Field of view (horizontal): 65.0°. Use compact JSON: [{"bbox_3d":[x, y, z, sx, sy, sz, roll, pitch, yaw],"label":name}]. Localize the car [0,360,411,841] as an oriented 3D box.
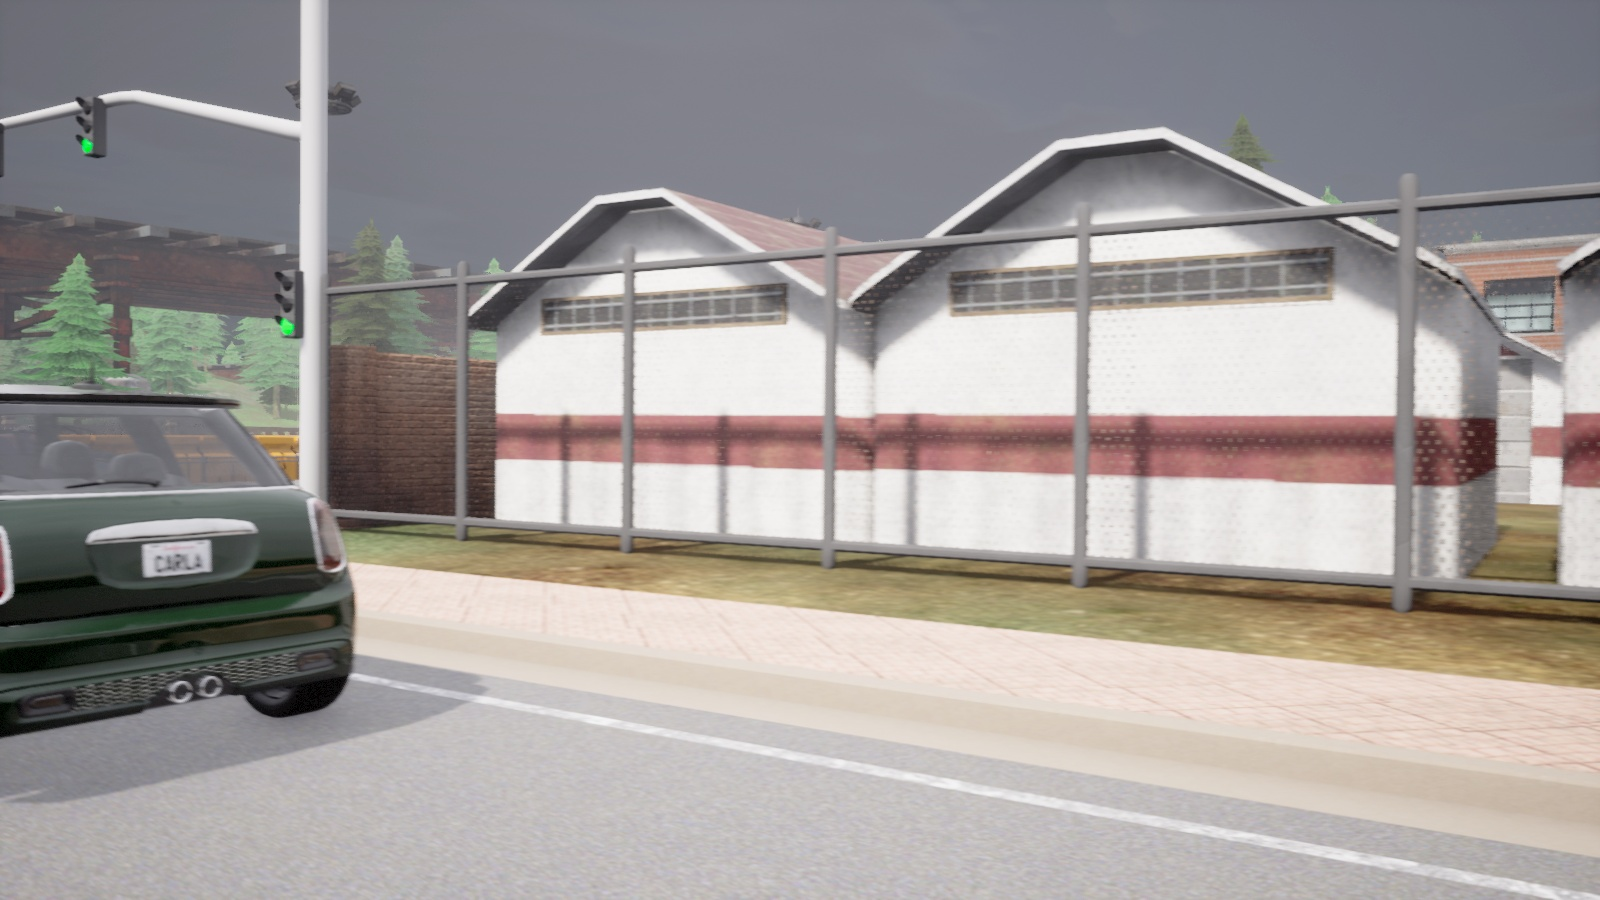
[{"bbox_3d":[-4.397,0.540,6.542,4.553,1.767,2.097,0,1,33],"label":"car"}]
